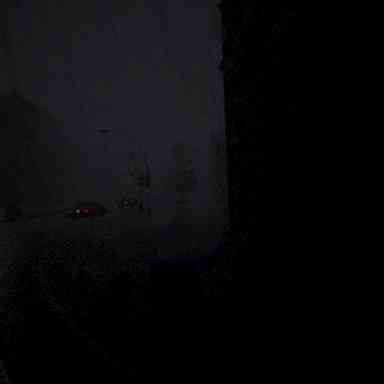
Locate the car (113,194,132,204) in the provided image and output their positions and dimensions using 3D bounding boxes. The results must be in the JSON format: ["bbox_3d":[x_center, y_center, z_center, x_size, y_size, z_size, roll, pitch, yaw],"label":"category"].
[{"bbox_3d":[-12.032,1.136,57.655,2.128,1.511,4.902,-2,1,1],"label":"car"}]

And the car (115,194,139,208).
[{"bbox_3d":[-8.431,1.289,44.609,1.994,1.385,4.181,-2,1,0],"label":"car"}]

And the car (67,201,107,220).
[{"bbox_3d":[-8.528,1.481,27.442,2.033,1.411,5.357,-2,1,0],"label":"car"}]
